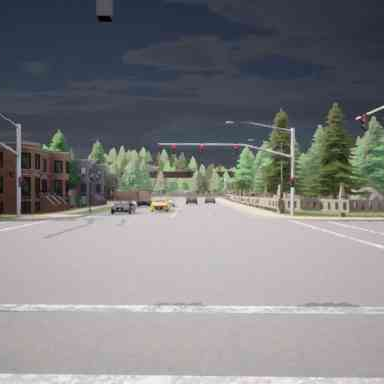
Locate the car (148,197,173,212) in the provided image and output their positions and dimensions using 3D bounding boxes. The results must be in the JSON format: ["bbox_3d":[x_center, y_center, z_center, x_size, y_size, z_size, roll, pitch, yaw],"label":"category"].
[{"bbox_3d":[-3.627,1.477,38.810,1.882,1.535,5.008,0,0,0],"label":"car"}]

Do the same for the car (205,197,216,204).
[{"bbox_3d":[3.545,1.563,65.183,1.994,1.385,4.181,0,0,0],"label":"car"}]

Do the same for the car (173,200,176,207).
[{"bbox_3d":[-3.596,1.526,49.981,1.812,1.442,4.674,0,0,0],"label":"car"}]

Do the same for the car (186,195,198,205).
[{"bbox_3d":[-0.052,1.351,60.203,2.097,1.767,4.553,0,0,0],"label":"car"}]

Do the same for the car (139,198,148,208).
[{"bbox_3d":[-7.100,1.600,49.407,1.895,1.301,4.718,0,0,0],"label":"car"}]

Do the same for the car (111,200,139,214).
[{"bbox_3d":[-7.127,1.563,34.835,1.994,1.385,4.181,0,0,0],"label":"car"}]
